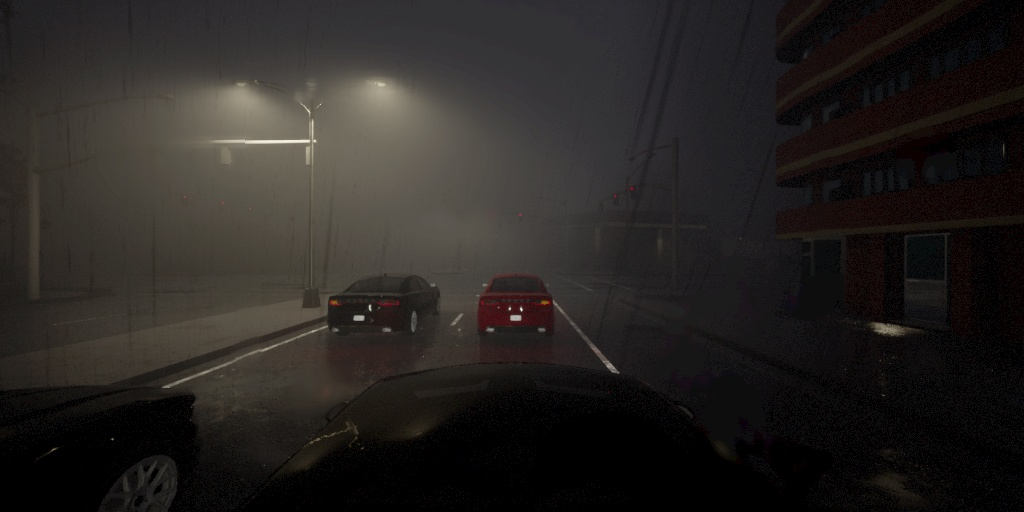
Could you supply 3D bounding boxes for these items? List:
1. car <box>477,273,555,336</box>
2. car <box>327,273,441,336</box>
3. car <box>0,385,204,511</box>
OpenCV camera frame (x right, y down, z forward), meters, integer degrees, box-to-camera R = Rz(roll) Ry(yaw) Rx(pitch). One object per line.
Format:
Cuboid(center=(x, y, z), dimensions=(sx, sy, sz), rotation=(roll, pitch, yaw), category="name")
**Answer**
Cuboid(center=(0.113, 1.228, 10.460), dimensions=(1.882, 1.535, 5.008), rotation=(0, 0, 1), category="car")
Cuboid(center=(-3.392, 1.228, 10.447), dimensions=(1.882, 1.535, 5.008), rotation=(0, 0, 0), category="car")
Cuboid(center=(-3.409, 1.228, 0.795), dimensions=(1.882, 1.535, 5.008), rotation=(0, 0, 0), category="car")
